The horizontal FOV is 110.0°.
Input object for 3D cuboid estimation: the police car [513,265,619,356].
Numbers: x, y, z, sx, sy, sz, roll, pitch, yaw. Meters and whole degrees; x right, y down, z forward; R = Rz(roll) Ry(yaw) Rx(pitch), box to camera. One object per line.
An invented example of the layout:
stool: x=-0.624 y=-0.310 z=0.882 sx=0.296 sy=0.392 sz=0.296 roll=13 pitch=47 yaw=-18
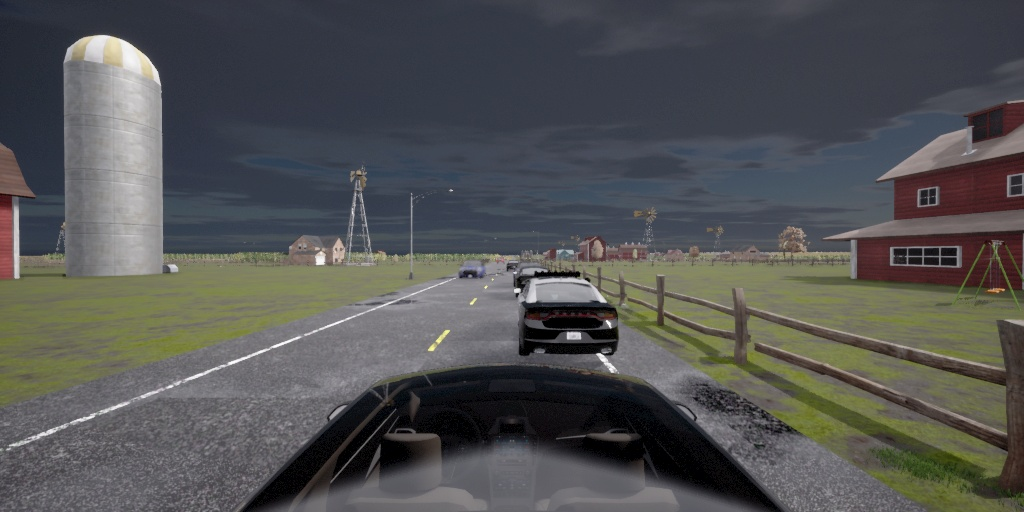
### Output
police car: x=1.079 y=1.175 z=8.771 sx=1.930 sy=1.638 sz=5.238 roll=0 pitch=0 yaw=0

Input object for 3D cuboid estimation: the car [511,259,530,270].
car: x=1.137 y=1.109 z=24.633 sx=2.097 sy=1.767 sz=4.553 roll=0 pitch=0 yaw=0

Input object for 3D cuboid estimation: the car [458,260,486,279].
car: x=-3.483 y=1.117 z=32.161 sx=2.097 sy=1.767 sz=4.553 roll=0 pitch=0 yaw=0

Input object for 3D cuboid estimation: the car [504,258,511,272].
car: x=0.230 y=1.267 z=48.316 sx=1.882 sy=1.535 sz=5.008 roll=0 pitch=0 yaw=0

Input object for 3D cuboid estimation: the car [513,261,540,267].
car: x=1.116 y=1.231 z=18.662 sx=1.882 sy=1.535 sz=5.008 roll=0 pitch=0 yaw=0
